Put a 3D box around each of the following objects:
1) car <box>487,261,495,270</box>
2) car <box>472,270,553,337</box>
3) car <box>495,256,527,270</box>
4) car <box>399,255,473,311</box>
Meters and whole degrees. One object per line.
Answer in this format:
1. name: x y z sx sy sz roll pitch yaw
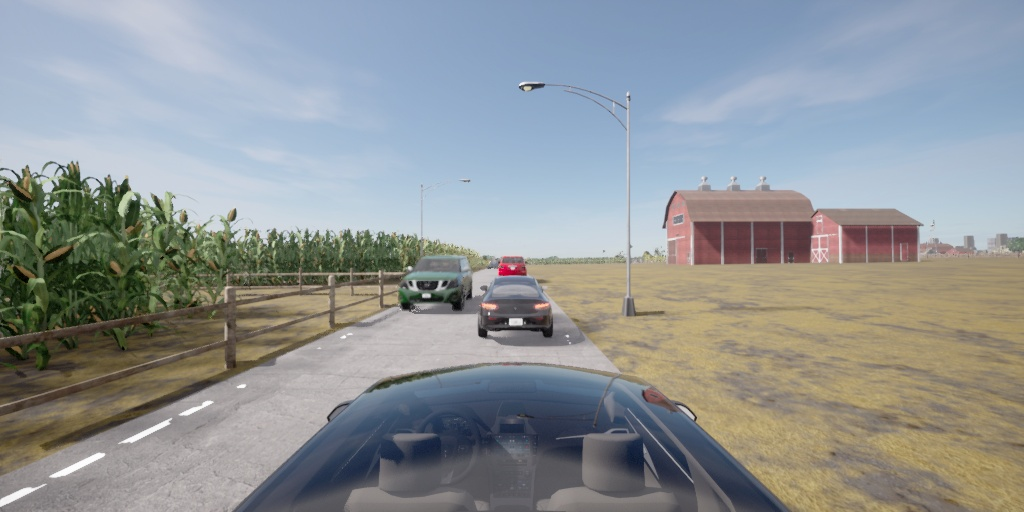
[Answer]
1. car: -2.863 1.561 57.940 1.994 1.385 4.181 0 -1 0
2. car: 0.071 1.279 10.150 1.812 1.442 4.674 0 0 0
3. car: 0.045 0.992 28.635 2.150 2.045 5.566 0 0 0
4. car: -2.875 0.979 14.795 2.150 2.045 5.566 0 0 0
